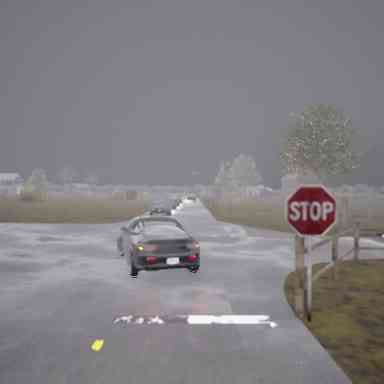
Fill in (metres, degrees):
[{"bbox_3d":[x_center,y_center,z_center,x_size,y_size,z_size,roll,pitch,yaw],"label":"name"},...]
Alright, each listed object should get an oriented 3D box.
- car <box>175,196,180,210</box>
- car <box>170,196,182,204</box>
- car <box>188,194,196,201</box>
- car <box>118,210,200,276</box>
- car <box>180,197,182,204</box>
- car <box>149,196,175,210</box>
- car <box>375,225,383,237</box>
[{"bbox_3d":[-2.843,1.419,40.291,1.994,1.385,4.181,0,0,0],"label":"car"},{"bbox_3d":[-2.787,1.403,59.981,1.895,1.301,4.718,0,0,0],"label":"car"},{"bbox_3d":[-0.007,1.248,72.465,1.882,1.535,5.008,0,0,0],"label":"car"},{"bbox_3d":[-1.143,1.492,10.213,1.812,1.442,4.674,0,0,-17],"label":"car"},{"bbox_3d":[-2.841,1.305,49.959,1.882,1.535,5.008,0,0,0],"label":"car"},{"bbox_3d":[-2.850,1.392,31.147,1.837,1.490,4.892,0,0,0],"label":"car"},{"bbox_3d":[12.744,2.027,17.569,5.357,1.411,2.033,2,0,-2],"label":"car"}]
